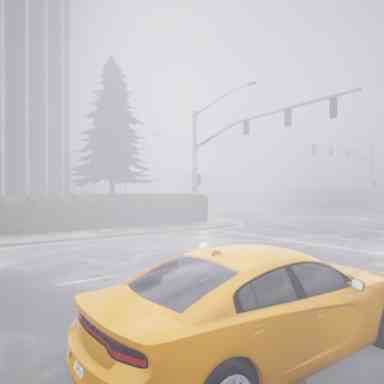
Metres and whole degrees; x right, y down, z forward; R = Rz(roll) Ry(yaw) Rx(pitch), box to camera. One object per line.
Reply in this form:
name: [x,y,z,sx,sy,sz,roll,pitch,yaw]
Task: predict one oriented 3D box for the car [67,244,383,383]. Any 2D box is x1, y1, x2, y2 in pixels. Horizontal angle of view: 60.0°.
car: [0.976,1.471,4.513,5.008,1.535,1.882,0,0,-35]
